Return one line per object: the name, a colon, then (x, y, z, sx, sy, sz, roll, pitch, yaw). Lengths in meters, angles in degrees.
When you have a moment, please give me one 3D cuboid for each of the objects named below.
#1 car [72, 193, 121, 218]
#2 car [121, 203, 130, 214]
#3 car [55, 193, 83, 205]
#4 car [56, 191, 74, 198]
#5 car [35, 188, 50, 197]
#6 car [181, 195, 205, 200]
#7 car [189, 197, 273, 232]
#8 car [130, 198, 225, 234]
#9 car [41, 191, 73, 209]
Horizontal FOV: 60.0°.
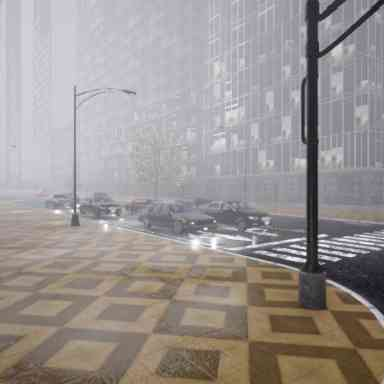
car: (-7.068, 1.055, 25.414, 2.128, 1.511, 4.902, 0, 1, -38)
car: (-3.436, 1.193, 26.048, 1.895, 1.301, 4.718, 0, 1, -38)
car: (-15.310, 0.802, 41.280, 1.994, 1.385, 4.181, 0, 1, -38)
car: (-24.227, 0.405, 63.530, 1.895, 1.301, 4.718, 0, 1, -38)
car: (-28.496, 0.110, 63.717, 2.097, 1.767, 4.553, 0, 1, -38)
car: (0.057, 1.038, 32.439, 1.837, 1.490, 4.892, 0, 2, -38)
car: (2.289, 1.253, 18.757, 2.128, 1.511, 4.902, 0, 1, -38)
car: (-0.994, 1.291, 17.673, 2.033, 1.411, 5.357, 0, 1, -38)
car: (-13.402, 0.901, 33.517, 1.812, 1.442, 4.674, 0, 1, -38)
